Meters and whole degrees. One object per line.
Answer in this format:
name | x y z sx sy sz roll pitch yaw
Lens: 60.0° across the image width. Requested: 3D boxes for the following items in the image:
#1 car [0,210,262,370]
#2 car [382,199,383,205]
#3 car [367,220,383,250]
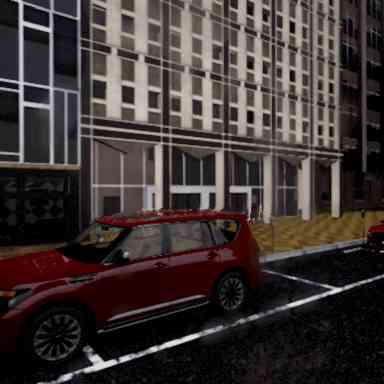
car | -0.932 1.296 5.889 5.009 1.841 2.192 -1 1 -35
car | 24.474 1.129 45.229 1.752 1.417 4.829 0 0 -36
car | 8.332 1.441 12.499 4.507 1.381 1.887 -1 1 -35
